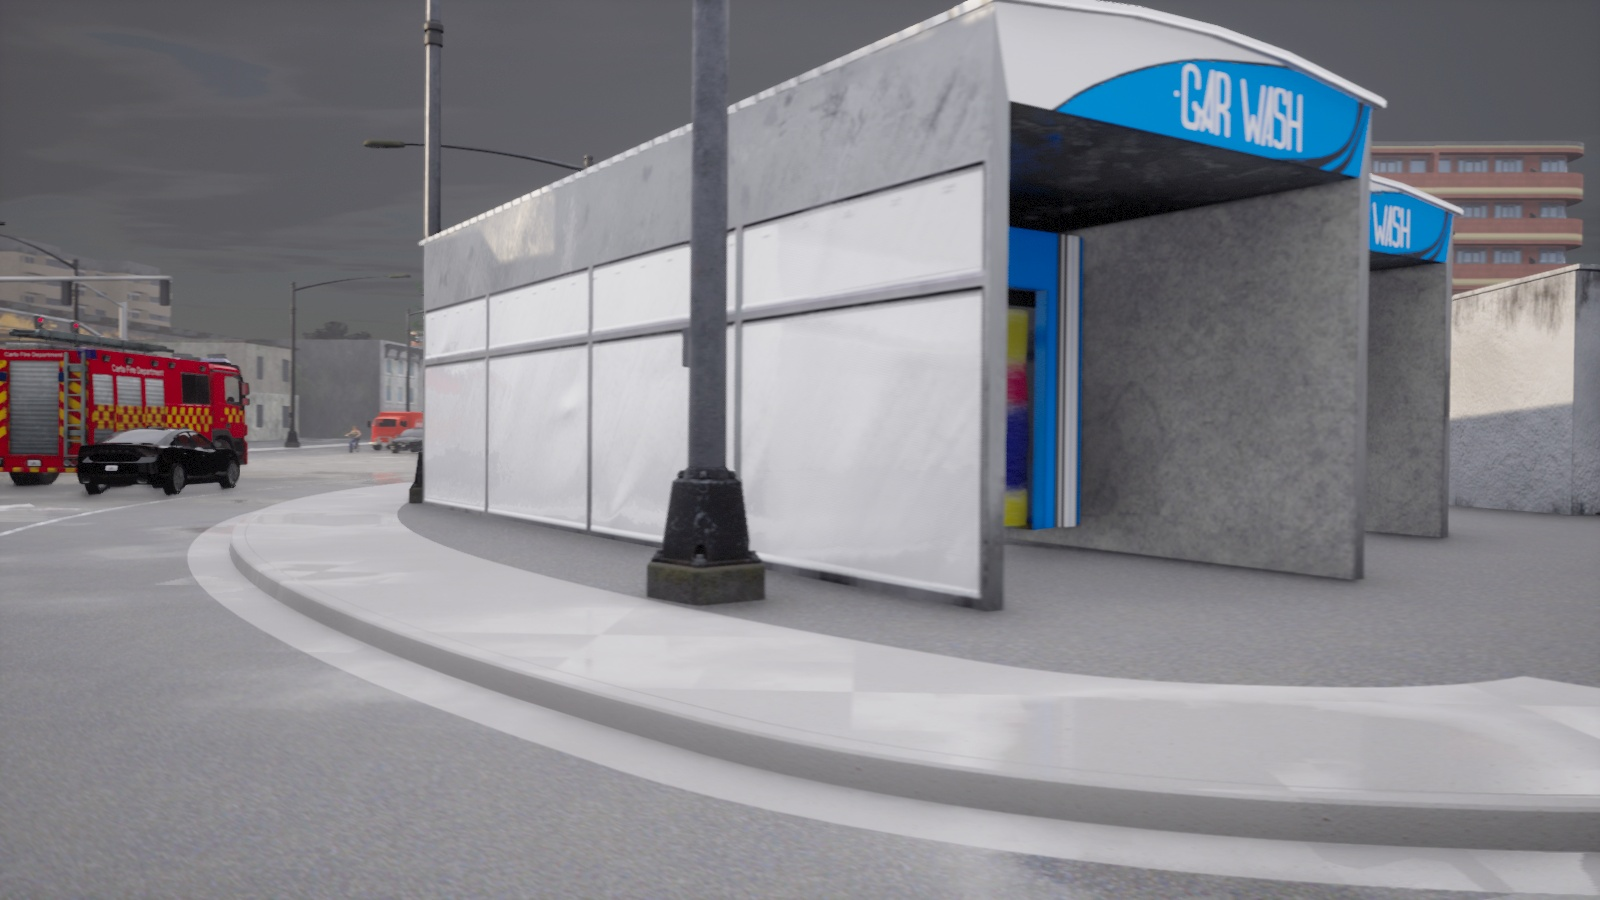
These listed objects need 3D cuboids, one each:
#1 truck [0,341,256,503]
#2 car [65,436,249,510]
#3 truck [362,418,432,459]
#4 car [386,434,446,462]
[{"bbox_3d":[-18.165,-0.711,34.153,2.891,3.827,8.468,0,1,1],"label":"truck"},{"bbox_3d":[-14.730,0.466,29.113,1.882,1.535,5.008,-1,1,-3],"label":"car"},{"bbox_3d":[-25.859,-0.774,80.788,2.627,2.467,5.204,0,2,3],"label":"truck"},{"bbox_3d":[-22.651,-0.140,74.193,1.837,1.490,4.892,-1,1,3],"label":"car"}]
